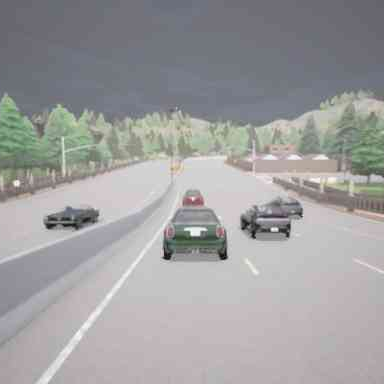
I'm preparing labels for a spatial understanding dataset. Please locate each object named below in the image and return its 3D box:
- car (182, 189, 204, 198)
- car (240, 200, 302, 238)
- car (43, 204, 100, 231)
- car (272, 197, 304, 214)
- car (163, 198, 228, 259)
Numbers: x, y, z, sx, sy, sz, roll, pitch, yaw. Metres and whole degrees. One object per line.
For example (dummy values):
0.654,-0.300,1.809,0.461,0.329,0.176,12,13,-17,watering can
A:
0.099,0.497,32.724,2.097,1.767,4.553,0,5,0,car
3.605,1.392,16.927,2.128,1.511,4.902,0,1,0,car
-7.049,1.439,19.894,1.895,1.301,4.718,0,2,0,car
7.107,1.097,25.810,2.128,1.511,4.902,0,3,0,car
0.104,1.290,12.491,2.097,1.767,4.553,0,0,0,car
